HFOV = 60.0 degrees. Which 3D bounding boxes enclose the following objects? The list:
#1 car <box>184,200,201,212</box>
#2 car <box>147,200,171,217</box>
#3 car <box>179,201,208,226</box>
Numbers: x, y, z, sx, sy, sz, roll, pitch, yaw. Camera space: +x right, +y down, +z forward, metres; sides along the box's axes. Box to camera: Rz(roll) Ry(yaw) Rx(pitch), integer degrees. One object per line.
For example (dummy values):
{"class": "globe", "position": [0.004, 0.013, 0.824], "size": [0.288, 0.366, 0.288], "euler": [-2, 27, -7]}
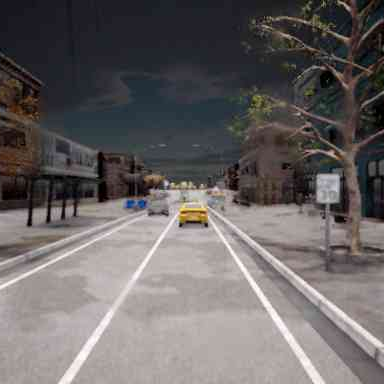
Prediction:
{"class": "car", "position": [0.095, 1.752, 41.597], "size": [1.994, 1.385, 4.181], "euler": [0, -1, 0]}
{"class": "car", "position": [-3.096, 1.557, 31.789], "size": [1.837, 1.490, 4.892], "euler": [0, -1, 0]}
{"class": "car", "position": [0.099, 1.475, 23.404], "size": [1.882, 1.535, 5.008], "euler": [0, 0, 0]}
